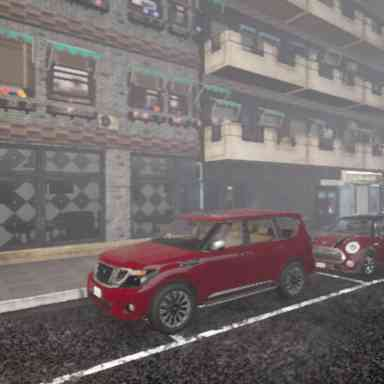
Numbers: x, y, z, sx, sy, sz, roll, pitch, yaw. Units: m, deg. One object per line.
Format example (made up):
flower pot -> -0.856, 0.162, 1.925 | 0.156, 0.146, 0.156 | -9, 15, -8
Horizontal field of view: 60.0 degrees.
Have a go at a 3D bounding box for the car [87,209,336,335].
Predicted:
car -> 0.497, 1.324, 6.920 | 5.009, 1.841, 2.192 | 0, 0, -36

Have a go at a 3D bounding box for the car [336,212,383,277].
car -> 5.135, 1.462, 10.228 | 4.097, 1.590, 1.967 | 0, 0, -36
